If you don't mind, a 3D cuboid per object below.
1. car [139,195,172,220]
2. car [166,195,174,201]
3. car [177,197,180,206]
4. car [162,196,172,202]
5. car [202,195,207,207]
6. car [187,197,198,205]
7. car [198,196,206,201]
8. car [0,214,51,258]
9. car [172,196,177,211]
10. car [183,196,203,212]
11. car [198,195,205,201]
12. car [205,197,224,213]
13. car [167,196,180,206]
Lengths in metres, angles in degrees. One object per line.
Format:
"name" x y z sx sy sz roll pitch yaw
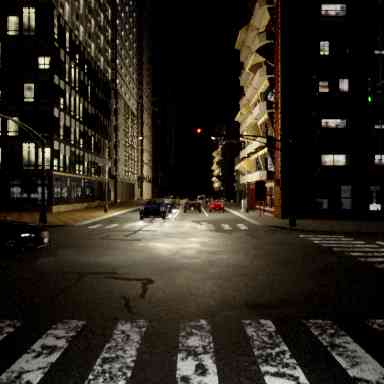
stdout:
"car" -3.138 1.357 28.173 2.097 1.767 4.553 0 0 0
"car" -5.828 1.595 89.708 1.887 1.381 4.507 0 0 0
"car" -3.146 1.615 46.478 1.895 1.301 4.718 0 0 0
"car" -5.810 1.589 78.411 2.008 1.369 4.403 0 0 0
"car" 2.614 1.567 50.181 2.008 1.369 4.403 0 0 0
"car" 0.008 1.589 62.357 1.994 1.385 4.181 0 0 0
"car" 2.561 1.626 84.073 1.802 1.307 4.206 0 0 0
"car" -7.533 1.378 11.567 4.902 1.511 2.128 1 0 -1
"car" -3.152 1.500 37.221 2.128 1.511 4.902 0 0 0
"car" 0.039 1.514 38.310 1.837 1.490 4.892 0 0 0
"car" 2.552 1.491 89.721 1.967 1.590 4.097 0 0 0
"car" 2.685 1.591 37.264 1.802 1.307 4.206 0 0 0
"car" -3.088 1.498 56.751 1.882 1.535 5.008 0 0 0
